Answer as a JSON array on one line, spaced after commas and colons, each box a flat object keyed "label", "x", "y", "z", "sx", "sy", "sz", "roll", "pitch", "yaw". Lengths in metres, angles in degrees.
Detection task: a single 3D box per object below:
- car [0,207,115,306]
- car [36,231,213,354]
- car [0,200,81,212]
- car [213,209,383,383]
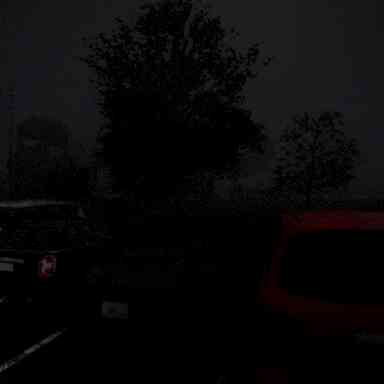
[{"label": "car", "x": -2.790, "y": 1.399, "z": 8.050, "sx": 2.185, "sy": 1.767, "sz": 4.553, "roll": 0, "pitch": -1, "yaw": 15}, {"label": "car", "x": -0.347, "y": 1.546, "z": 6.394, "sx": 2.163, "sy": 1.488, "sz": 4.792, "roll": 0, "pitch": -1, "yaw": 15}, {"label": "car", "x": -5.222, "y": 1.273, "z": 9.755, "sx": 2.435, "sy": 2.045, "sz": 5.566, "roll": 1, "pitch": 0, "yaw": 15}, {"label": "car", "x": 2.078, "y": 1.246, "z": 4.675, "sx": 2.435, "sy": 2.045, "sz": 5.566, "roll": 0, "pitch": -1, "yaw": 15}]
